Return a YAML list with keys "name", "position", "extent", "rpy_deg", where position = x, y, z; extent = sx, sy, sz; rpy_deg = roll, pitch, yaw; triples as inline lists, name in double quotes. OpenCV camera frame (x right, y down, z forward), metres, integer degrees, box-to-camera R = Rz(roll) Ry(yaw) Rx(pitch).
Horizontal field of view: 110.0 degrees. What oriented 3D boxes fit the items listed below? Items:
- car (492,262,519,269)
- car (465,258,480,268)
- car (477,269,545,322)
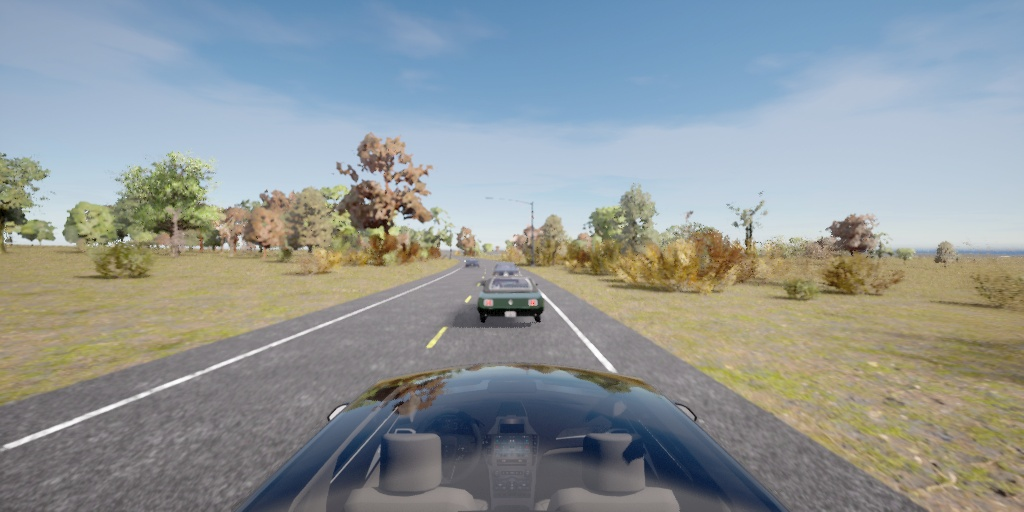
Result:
- name: "car"
  position: [-0.444, 1.155, 25.206]
  extent: [2.033, 1.411, 5.357]
  rpy_deg: [0, 0, -2]
- name: "car"
  position: [-5.658, 1.005, 51.564]
  extent: [1.994, 1.385, 4.181]
  rpy_deg: [0, 0, -4]
- name: "car"
  position: [-0.059, 1.290, 11.974]
  extent: [1.895, 1.301, 4.718]
  rpy_deg: [0, 0, -1]
